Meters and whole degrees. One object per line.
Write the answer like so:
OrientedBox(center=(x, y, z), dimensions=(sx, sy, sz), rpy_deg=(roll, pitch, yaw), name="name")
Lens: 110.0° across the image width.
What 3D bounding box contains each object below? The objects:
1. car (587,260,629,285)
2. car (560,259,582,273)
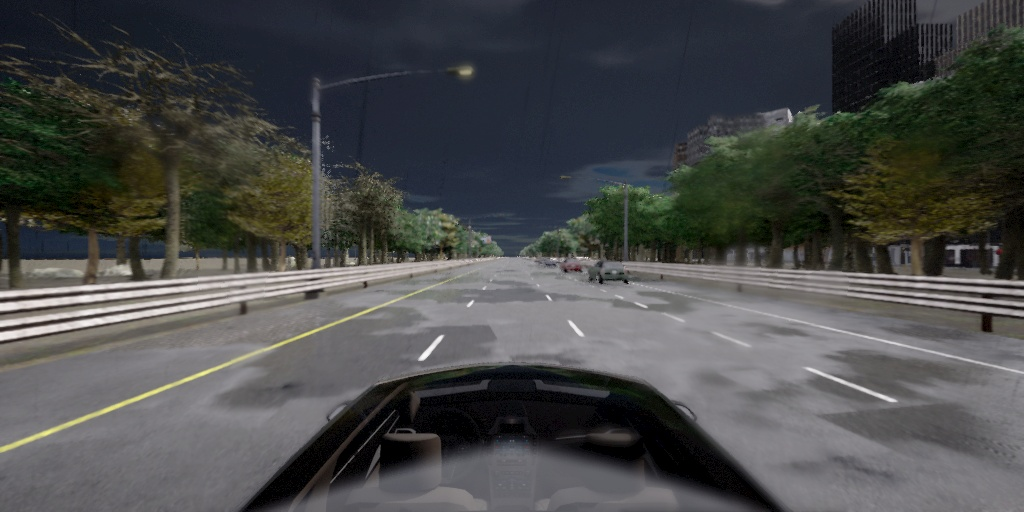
OrientedBox(center=(7.035, 1.111, 26.722), dimensions=(2.097, 1.767, 4.553), rpy_deg=(0, 0, 0), name="car")
OrientedBox(center=(7.092, 1.116, 43.748), dimensions=(2.097, 1.767, 4.553), rpy_deg=(0, 0, 0), name="car")
